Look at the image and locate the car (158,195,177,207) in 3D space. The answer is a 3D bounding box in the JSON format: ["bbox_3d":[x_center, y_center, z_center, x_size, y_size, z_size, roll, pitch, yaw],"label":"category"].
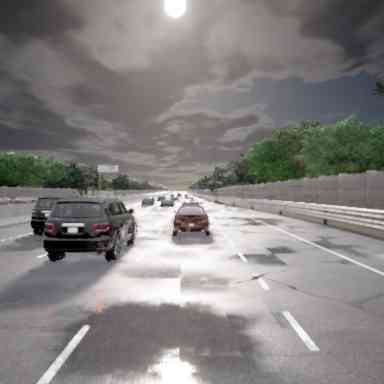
[{"bbox_3d":[-3.798,1.595,52.396,1.994,1.385,4.181,0,0,-1],"label":"car"}]

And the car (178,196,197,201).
[{"bbox_3d":[-0.141,1.495,35.575,2.128,1.511,4.902,0,0,0],"label":"car"}]

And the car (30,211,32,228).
[{"bbox_3d":[-7.042,1.220,18.912,2.150,2.045,5.566,0,0,0],"label":"car"}]

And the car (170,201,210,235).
[{"bbox_3d":[-0.044,1.474,18.794,1.882,1.535,5.008,0,0,0],"label":"car"}]

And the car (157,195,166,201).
[{"bbox_3d":[-7.783,1.596,86.091,1.882,1.535,5.008,0,0,-1],"label":"car"}]

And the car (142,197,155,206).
[{"bbox_3d":[-7.344,1.533,56.445,2.128,1.511,4.902,0,0,-1],"label":"car"}]

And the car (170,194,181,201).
[{"bbox_3d":[-4.212,1.702,82.062,1.895,1.301,4.718,0,0,-1],"label":"car"}]

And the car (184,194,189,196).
[{"bbox_3d":[-0.557,1.633,72.396,1.994,1.385,4.181,0,0,-1],"label":"car"}]

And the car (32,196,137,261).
[{"bbox_3d":[-3.520,1.221,12.474,2.150,2.045,5.566,0,0,0],"label":"car"}]
